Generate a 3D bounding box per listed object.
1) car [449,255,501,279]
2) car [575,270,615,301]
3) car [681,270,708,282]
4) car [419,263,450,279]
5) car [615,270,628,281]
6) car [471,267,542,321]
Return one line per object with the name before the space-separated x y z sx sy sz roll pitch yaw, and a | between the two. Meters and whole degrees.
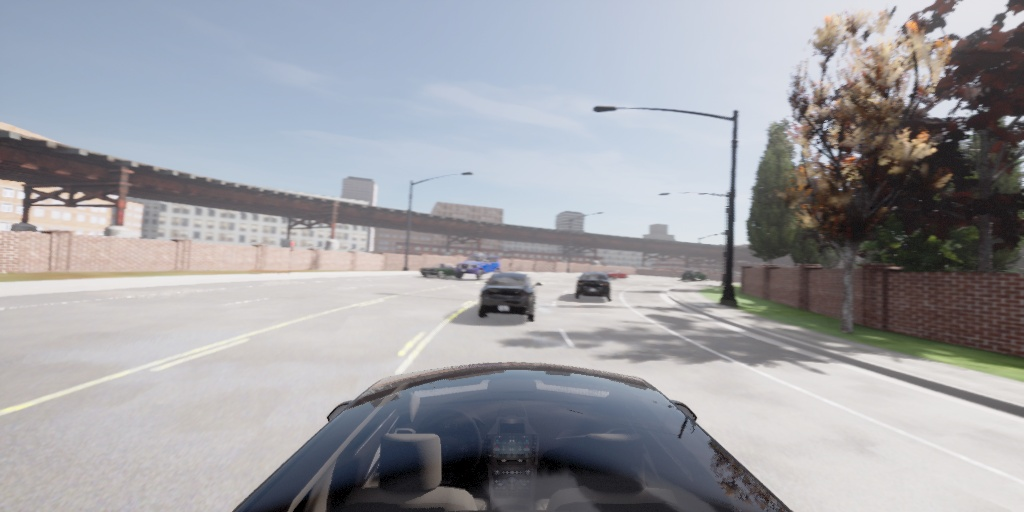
car | -2.850 0.909 31.690 2.150 2.045 5.566 3 -1 22
car | 4.789 1.645 20.887 1.882 1.535 5.008 2 -1 14
car | 26.620 2.863 52.212 4.553 1.767 2.097 3 -1 -38
car | -6.312 1.311 32.491 1.895 1.301 4.718 3 -1 22
car | 12.759 2.396 44.782 1.895 1.301 4.718 2 -1 42
car | -0.002 1.349 13.175 1.837 1.490 4.892 1 0 6
